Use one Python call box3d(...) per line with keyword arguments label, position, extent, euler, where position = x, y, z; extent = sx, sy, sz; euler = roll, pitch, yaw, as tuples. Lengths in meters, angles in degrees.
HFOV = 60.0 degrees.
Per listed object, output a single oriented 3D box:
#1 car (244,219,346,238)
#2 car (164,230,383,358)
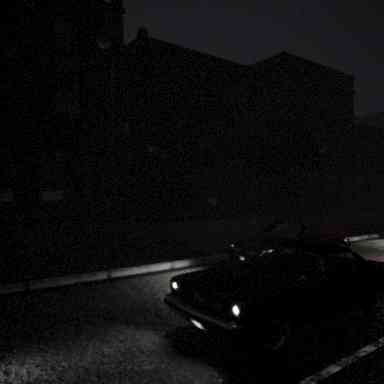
box3d(label="car", position=(3.295, 1.611, 10.722), extent=(4.674, 1.442, 1.812), euler=(1, 0, -36))
box3d(label="car", position=(1.868, 1.649, 6.194), extent=(4.718, 1.301, 1.895), euler=(1, 0, -36))
